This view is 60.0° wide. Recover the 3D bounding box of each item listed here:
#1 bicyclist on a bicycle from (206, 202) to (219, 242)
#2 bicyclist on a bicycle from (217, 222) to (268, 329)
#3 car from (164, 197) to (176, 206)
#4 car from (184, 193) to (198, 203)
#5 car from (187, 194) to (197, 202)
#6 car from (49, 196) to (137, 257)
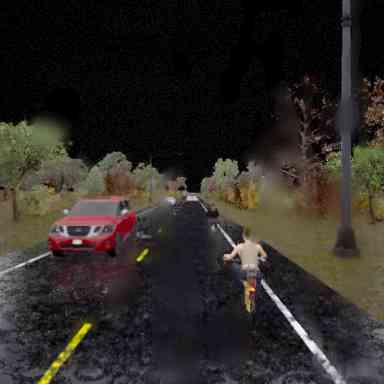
[{"bbox_3d":[0.962,1.361,15.484,0.659,1.776,1.843,0,0,0],"label":"bicyclist on a bicycle"},{"bbox_3d":[0.984,1.432,5.971,0.866,1.612,1.509,0,0,0],"label":"bicyclist on a bicycle"},{"bbox_3d":[-3.570,1.526,54.209,1.812,1.442,4.674,0,0,0],"label":"car"},{"bbox_3d":[0.011,1.233,67.638,2.150,2.045,5.566,0,0,0],"label":"car"},{"bbox_3d":[0.014,1.380,78.245,2.097,1.767,4.553,0,0,0],"label":"car"},{"bbox_3d":[-3.599,1.213,13.199,2.150,2.045,5.566,0,0,0],"label":"car"}]
